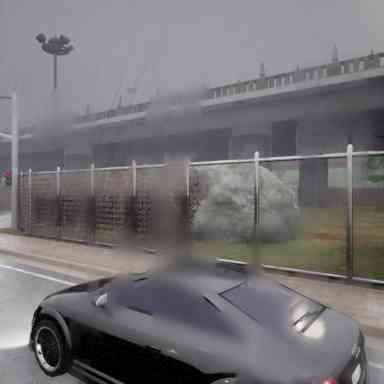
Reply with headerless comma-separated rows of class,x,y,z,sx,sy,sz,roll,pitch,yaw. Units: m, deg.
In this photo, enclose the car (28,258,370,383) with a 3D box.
car,-0.173,1.564,4.114,4.181,1.385,1.994,0,0,36
